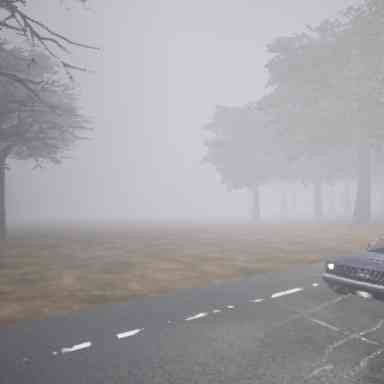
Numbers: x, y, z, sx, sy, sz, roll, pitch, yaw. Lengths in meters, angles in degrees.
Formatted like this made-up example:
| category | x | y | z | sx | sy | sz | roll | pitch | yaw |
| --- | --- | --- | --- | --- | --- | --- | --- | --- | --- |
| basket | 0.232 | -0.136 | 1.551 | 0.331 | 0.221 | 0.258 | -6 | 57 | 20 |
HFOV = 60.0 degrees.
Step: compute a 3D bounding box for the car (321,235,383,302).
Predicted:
| category | x | y | z | sx | sy | sz | roll | pitch | yaw |
| --- | --- | --- | --- | --- | --- | --- | --- | --- | --- |
| car | 5.063 | 1.648 | 7.600 | 4.718 | 1.301 | 1.895 | 1 | 0 | -35 |
